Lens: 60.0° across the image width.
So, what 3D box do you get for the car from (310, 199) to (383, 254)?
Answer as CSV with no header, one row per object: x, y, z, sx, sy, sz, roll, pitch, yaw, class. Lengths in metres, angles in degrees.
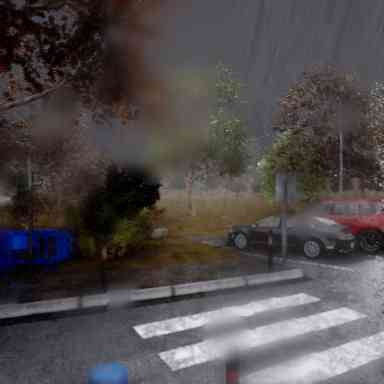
6.243,1.336,14.321,5.566,2.045,2.435,-1,-1,42,car

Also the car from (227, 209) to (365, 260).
3.638,1.560,12.911,4.892,1.521,2.231,-1,-1,42,car
